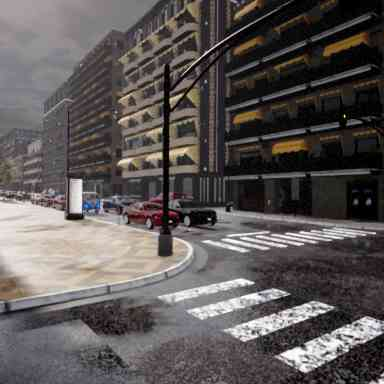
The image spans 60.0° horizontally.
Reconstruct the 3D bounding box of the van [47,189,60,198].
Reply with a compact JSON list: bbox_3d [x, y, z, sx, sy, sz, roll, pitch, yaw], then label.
[{"bbox_3d":[-29.007,0.259,69.700,1.690,1.788,3.998,2,0,-36],"label":"van"}]

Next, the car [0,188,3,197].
[{"bbox_3d":[-39.113,0.301,69.323,2.008,1.369,4.403,2,0,-36],"label":"car"}]

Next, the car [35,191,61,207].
[{"bbox_3d":[-15.770,0.909,37.338,1.887,1.381,4.507,2,0,-36],"label":"car"}]

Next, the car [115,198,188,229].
[{"bbox_3d":[-2.433,1.260,19.061,1.887,1.381,4.507,2,0,-36],"label":"car"}]

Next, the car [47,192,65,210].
[{"bbox_3d":[-12.436,0.996,32.769,1.887,1.381,4.507,2,0,-36],"label":"car"}]

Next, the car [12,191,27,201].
[{"bbox_3d":[-25.771,0.541,51.046,1.967,1.590,4.097,2,0,-36],"label":"car"}]

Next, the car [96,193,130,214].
[{"bbox_3d":[-6.028,1.082,28.364,2.128,1.511,4.902,1,0,-36],"label":"car"}]

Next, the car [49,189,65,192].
[{"bbox_3d":[-17.706,0.634,44.445,2.097,1.767,4.553,1,0,-36],"label":"car"}]

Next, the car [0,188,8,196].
[{"bbox_3d":[-42.440,-0.023,73.893,2.192,1.841,5.009,2,0,-36],"label":"car"}]

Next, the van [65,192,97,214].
[{"bbox_3d":[-9.095,0.881,28.200,1.690,1.788,3.998,2,0,-36],"label":"van"}]

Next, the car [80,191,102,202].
[{"bbox_3d":[-15.672,0.709,51.423,1.967,1.590,4.097,2,0,-36],"label":"car"}]

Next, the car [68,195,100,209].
[{"bbox_3d":[-11.849,1.038,36.351,1.895,1.301,4.718,1,0,-36],"label":"car"}]

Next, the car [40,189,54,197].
[{"bbox_3d":[-32.345,0.271,74.269,1.967,1.590,4.097,2,0,-36],"label":"car"}]

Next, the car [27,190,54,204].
[{"bbox_3d":[-19.004,0.804,41.771,1.752,1.417,4.829,2,0,-36],"label":"car"}]

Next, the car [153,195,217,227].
[{"bbox_3d":[-0.444,1.216,20.704,1.882,1.535,5.008,1,0,-35],"label":"car"}]

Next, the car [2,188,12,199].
[{"bbox_3d":[-32.443,0.470,60.185,1.887,1.381,4.507,2,0,-36],"label":"car"}]

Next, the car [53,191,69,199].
[{"bbox_3d":[-25.779,0.528,65.268,1.752,1.417,4.829,2,0,-36],"label":"car"}]

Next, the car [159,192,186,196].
[{"bbox_3d":[-2.330,0.935,33.146,2.192,1.841,5.009,2,0,-36],"label":"car"}]
